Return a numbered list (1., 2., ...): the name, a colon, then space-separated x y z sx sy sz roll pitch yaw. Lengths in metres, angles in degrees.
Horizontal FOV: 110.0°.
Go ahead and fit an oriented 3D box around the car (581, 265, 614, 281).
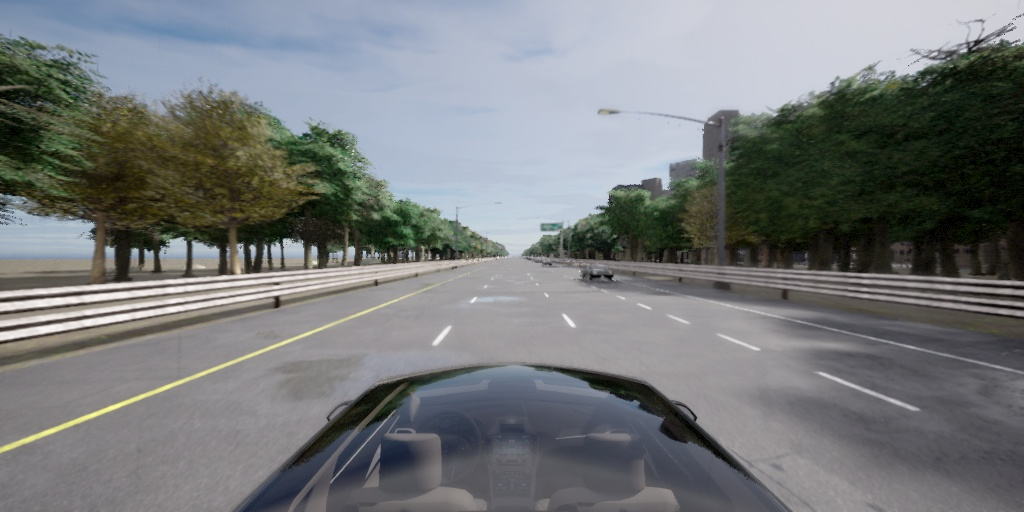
1. car: 7.054 1.375 30.189 1.895 1.301 4.718 0 0 0
